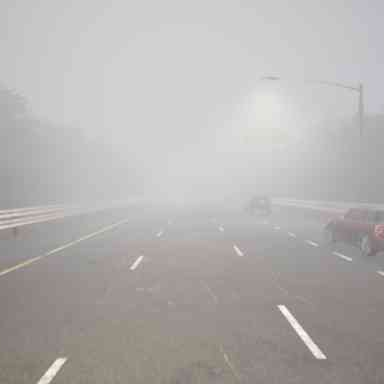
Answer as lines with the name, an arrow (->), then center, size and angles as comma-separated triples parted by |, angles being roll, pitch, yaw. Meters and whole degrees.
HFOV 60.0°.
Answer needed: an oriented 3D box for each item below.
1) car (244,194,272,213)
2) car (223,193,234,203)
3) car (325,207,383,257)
car -> 7.070, 1.198, 36.097 | 2.150, 2.045, 5.566 | 0, 0, 0
car -> 7.178, 1.419, 65.367 | 1.882, 1.535, 5.008 | 0, 0, 0
car -> 7.008, 1.348, 13.056 | 2.097, 1.767, 4.553 | 0, 0, 0
